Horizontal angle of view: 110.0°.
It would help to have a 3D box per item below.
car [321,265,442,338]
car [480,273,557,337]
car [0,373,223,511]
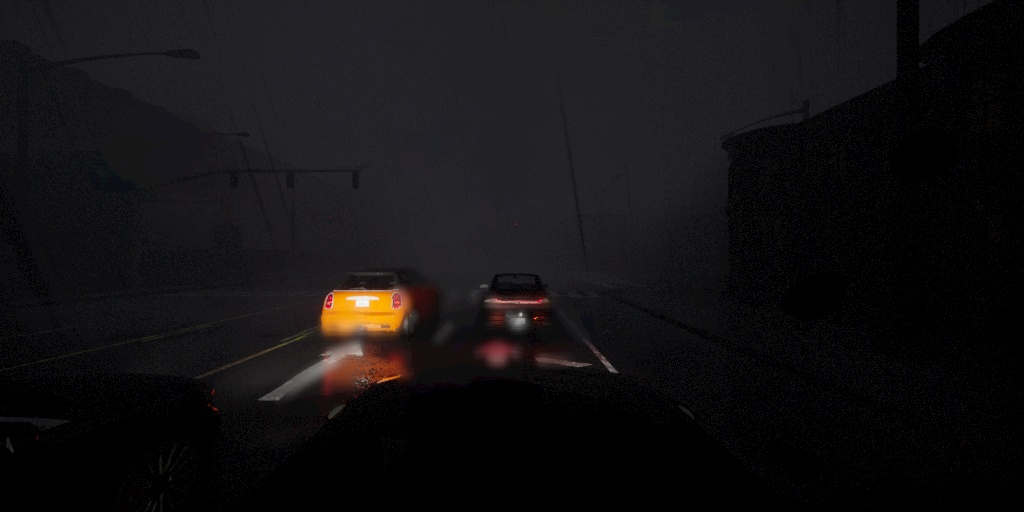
[{"bbox_3d":[-3.405,1.102,10.286,2.097,1.767,4.553,0,0,0],"label":"car"},{"bbox_3d":[0.104,1.242,10.332,2.128,1.511,4.902,0,0,-1],"label":"car"},{"bbox_3d":[-3.399,1.242,1.079,2.128,1.511,4.902,0,0,0],"label":"car"}]
